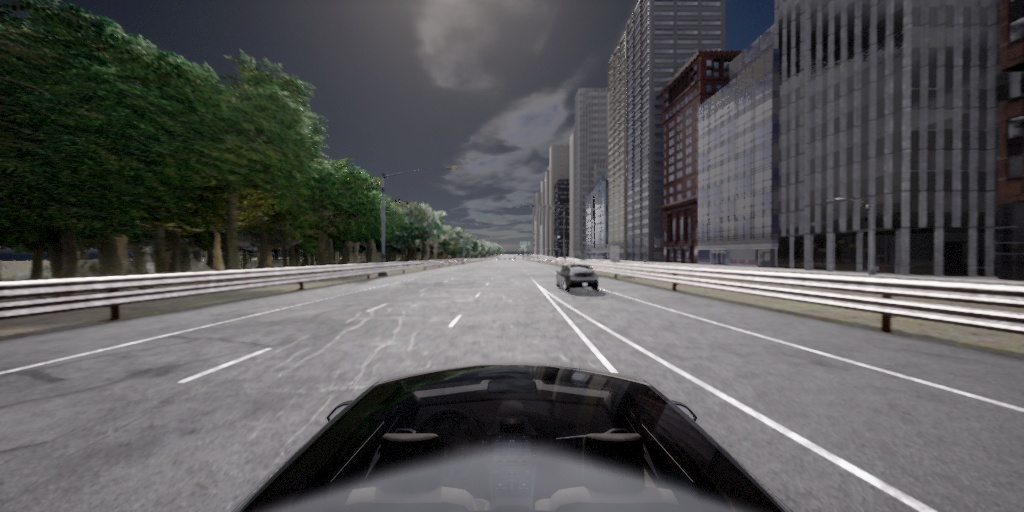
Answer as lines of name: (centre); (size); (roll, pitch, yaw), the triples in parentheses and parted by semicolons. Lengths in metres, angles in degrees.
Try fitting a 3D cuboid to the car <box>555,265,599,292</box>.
car: (3.784, 1.261, 21.390); (1.837, 1.490, 4.892); (0, 0, -2)
